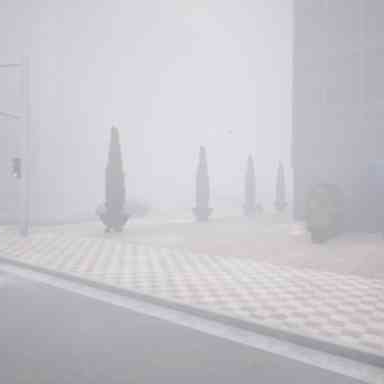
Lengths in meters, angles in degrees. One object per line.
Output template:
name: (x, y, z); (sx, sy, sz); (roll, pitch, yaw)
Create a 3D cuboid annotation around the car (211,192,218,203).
car: (4.157, 1.121, 57.613); (1.812, 1.442, 4.674); (1, 0, 36)

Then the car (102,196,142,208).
car: (-8.428, 1.191, 40.282); (1.895, 1.301, 4.718); (1, 1, 36)

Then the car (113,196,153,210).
car: (-6.511, 1.201, 36.953); (1.994, 1.385, 4.181); (1, 1, 36)

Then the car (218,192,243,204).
car: (6.741, 1.150, 55.221); (1.837, 1.490, 4.892); (1, 0, 36)

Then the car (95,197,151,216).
car: (-5.438, 1.261, 26.290); (1.812, 1.442, 4.674); (1, 1, 36)
